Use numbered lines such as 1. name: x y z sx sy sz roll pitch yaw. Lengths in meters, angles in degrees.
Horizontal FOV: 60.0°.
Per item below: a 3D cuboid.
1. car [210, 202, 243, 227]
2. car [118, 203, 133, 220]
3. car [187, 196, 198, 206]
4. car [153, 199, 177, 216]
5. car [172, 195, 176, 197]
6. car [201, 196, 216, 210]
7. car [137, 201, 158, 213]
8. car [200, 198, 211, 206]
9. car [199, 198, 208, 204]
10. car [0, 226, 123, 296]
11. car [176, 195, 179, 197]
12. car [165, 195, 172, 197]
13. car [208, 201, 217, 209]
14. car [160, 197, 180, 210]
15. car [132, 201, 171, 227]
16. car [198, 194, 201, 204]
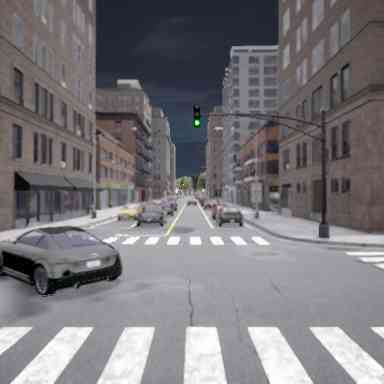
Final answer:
1. car: 2.630 1.677 23.907 2.008 1.369 4.403 0 0 0
2. car: -5.397 1.680 29.415 1.752 1.417 4.829 0 0 0
3. car: -0.013 1.929 63.812 1.895 1.301 4.718 0 0 0
4. car: -2.851 1.743 34.200 1.994 1.385 4.181 0 0 0
5. car: -5.412 1.699 75.035 2.192 1.841 5.009 0 0 0
6. car: 2.622 1.682 46.634 1.967 1.590 4.097 0 0 0
7. car: -5.401 1.779 40.946 1.947 1.339 4.313 0 0 0
8. car: 2.617 1.893 63.679 1.947 1.339 4.313 0 0 0
9. car: 2.613 1.950 75.042 1.947 1.339 4.313 0 0 0
10. car: -3.725 1.617 8.909 4.181 1.385 1.994 -1 -1 42
11. car: -5.417 2.047 92.078 1.802 1.307 4.206 0 0 0
12. car: -5.408 1.767 63.672 1.967 1.590 4.097 0 0 0
13. car: 2.628 1.738 29.588 1.802 1.307 4.206 0 0 0
14. car: -2.852 1.779 44.568 2.033 1.411 5.357 0 0 -1
15. car: -2.846 1.633 24.294 1.837 1.490 4.892 0 0 0
16. car: 2.619 1.614 57.998 2.192 1.841 5.009 0 0 0
